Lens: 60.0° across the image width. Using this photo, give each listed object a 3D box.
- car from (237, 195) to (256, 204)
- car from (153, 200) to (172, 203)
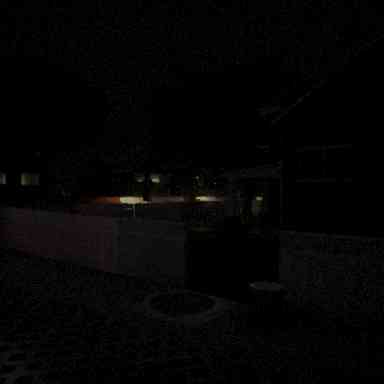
[{"bbox_3d":[7.965,1.442,51.098,2.150,2.045,5.566,1,0,36],"label":"car"},{"bbox_3d":[-3.185,1.556,35.675,1.994,1.385,4.181,1,0,36],"label":"car"}]
